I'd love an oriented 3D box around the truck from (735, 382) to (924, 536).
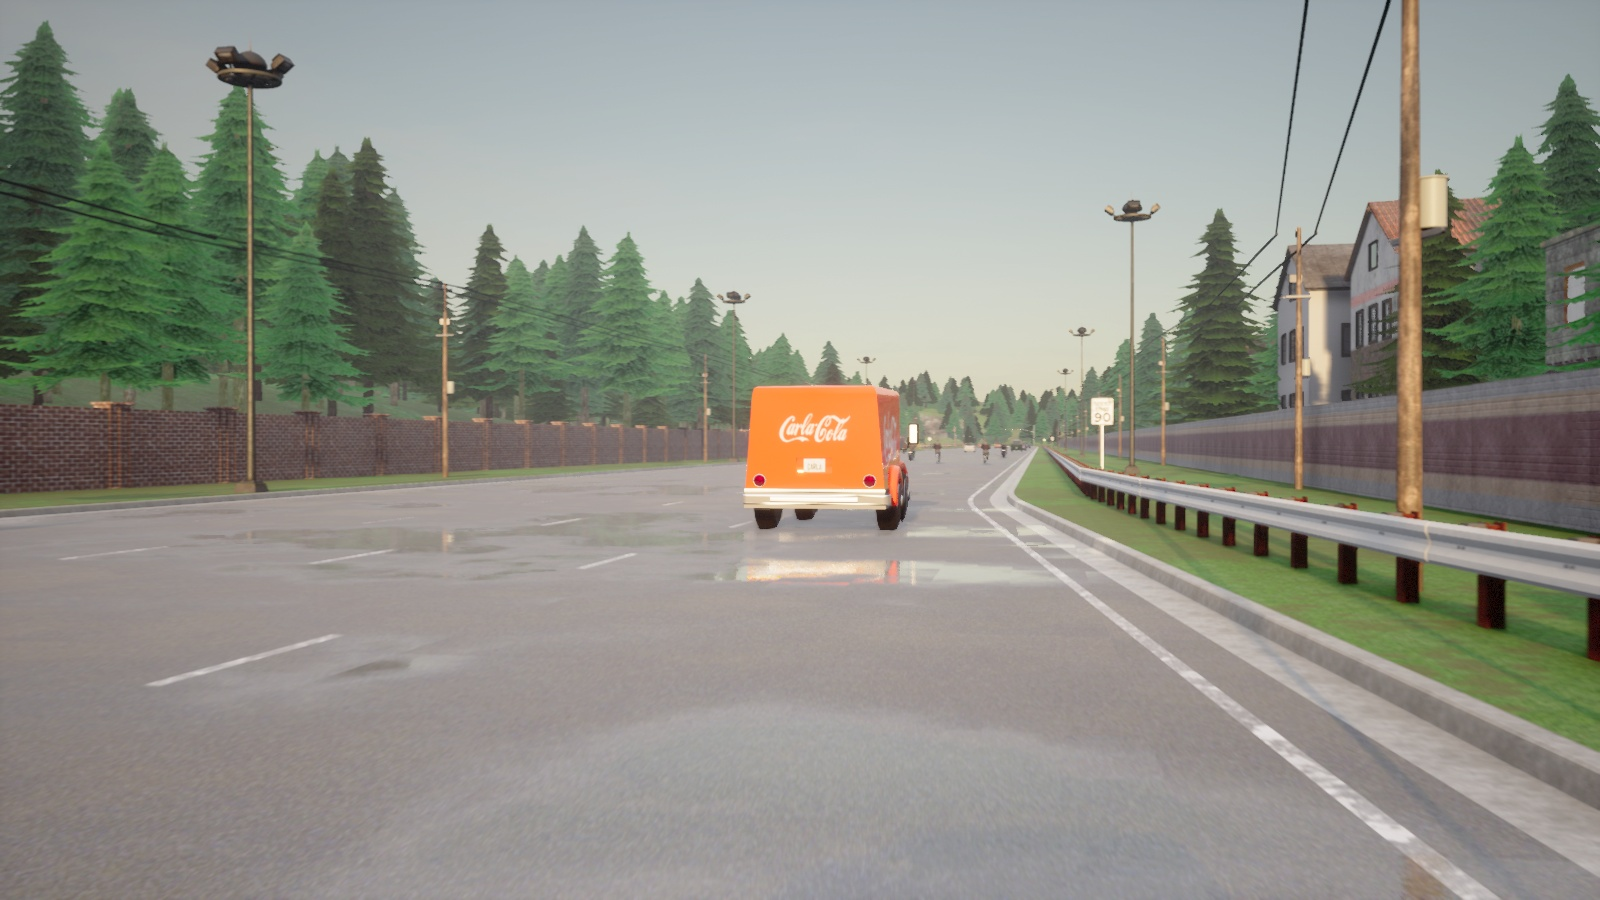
[{"bbox_3d":[0.713,0.131,22.949,2.627,2.467,5.204,0,0,11],"label":"truck"}]
